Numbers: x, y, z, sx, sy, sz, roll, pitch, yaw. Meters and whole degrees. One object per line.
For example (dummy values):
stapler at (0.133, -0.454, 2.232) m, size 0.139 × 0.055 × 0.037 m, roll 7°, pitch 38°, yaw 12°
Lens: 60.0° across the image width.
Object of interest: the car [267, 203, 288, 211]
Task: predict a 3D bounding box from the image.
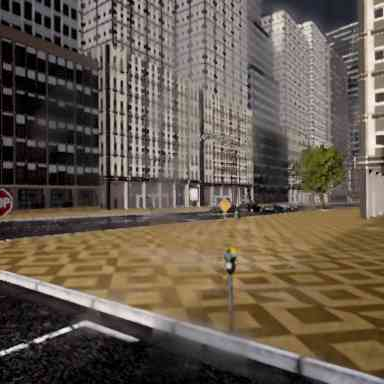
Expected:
car at (14.465, 2.485, 56.061) m, size 1.895 × 1.301 × 4.718 m, roll -1°, pitch -1°, yaw 36°

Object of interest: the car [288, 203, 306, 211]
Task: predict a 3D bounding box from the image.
car at (17.085, 2.453, 54.138) m, size 1.895 × 1.301 × 4.718 m, roll -1°, pitch -1°, yaw 36°

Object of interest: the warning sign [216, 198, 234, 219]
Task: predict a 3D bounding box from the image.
warning sign at (3.000, 1.490, 30.124) m, size 1.300 × 1.860 × 1.060 m, roll 0°, pitch 0°, yaw 36°

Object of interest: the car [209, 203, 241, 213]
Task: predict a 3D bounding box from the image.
car at (4.592, 2.267, 48.213) m, size 2.033 × 1.411 × 5.357 m, roll -1°, pitch -1°, yaw 37°

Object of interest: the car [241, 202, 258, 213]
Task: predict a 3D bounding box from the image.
car at (8.407, 2.220, 47.738) m, size 1.837 × 1.490 × 4.892 m, roll -1°, pitch -2°, yaw 37°

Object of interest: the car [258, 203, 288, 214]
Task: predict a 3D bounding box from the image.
car at (11.268, 2.255, 46.131) m, size 1.994 × 1.385 × 4.181 m, roll -1°, pitch -1°, yaw 36°
